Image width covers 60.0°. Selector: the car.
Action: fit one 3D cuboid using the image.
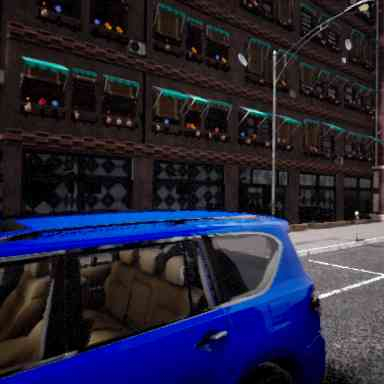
[{"bbox_3d":[-1.303,1.221,2.450,5.566,2.045,2.150,0,0,-36],"label":"car"}]
